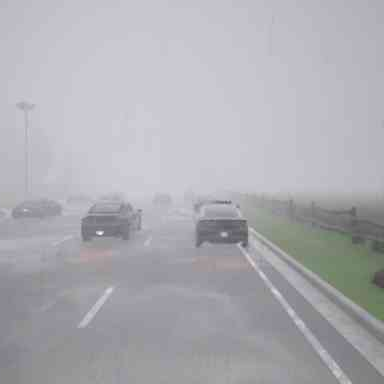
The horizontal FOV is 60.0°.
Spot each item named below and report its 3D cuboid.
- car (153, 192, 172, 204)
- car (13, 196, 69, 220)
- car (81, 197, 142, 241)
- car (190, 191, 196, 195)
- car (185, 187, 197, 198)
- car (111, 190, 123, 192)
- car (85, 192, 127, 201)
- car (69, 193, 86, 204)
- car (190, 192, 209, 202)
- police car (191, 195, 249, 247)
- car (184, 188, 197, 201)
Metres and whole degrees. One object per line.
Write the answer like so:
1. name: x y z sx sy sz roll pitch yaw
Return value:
1. car: -3.540 0.719 40.099 1.994 1.385 4.181 0 1 0
2. car: -10.451 1.080 22.906 1.994 1.385 4.181 0 1 0
3. car: -3.416 1.193 14.738 1.837 1.490 4.892 0 1 0
4. car: 0.964 0.904 29.455 1.812 1.442 4.674 0 1 0
5. car: -0.254 0.057 61.544 2.097 1.767 4.553 0 1 0
6. car: -10.580 0.483 47.234 1.882 1.535 5.008 0 1 0
7. car: -6.976 0.955 28.047 2.033 1.411 5.357 0 1 0
8. car: -14.053 0.724 41.596 1.895 1.301 4.718 0 1 0
9. car: 0.996 1.010 23.456 1.837 1.490 4.892 0 1 0
10. police car: 1.046 1.138 13.533 1.930 1.638 5.238 0 1 0
11. car: -0.174 0.533 48.967 1.994 1.385 4.181 0 1 1
